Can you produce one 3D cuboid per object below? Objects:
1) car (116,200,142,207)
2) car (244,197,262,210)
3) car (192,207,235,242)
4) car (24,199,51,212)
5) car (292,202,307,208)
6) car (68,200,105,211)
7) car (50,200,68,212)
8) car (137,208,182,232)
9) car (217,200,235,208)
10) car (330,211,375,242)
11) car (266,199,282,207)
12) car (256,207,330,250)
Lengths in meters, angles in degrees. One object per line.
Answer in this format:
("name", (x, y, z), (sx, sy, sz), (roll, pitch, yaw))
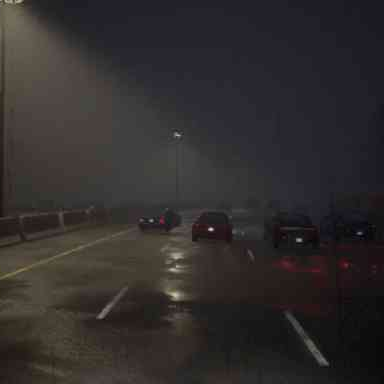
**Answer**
("car", (-8.175, 1.804, 43.614), (1.882, 1.535, 5.008), (0, -1, 16))
("car", (9.964, 1.819, 54.215), (2.150, 2.045, 5.566), (0, -1, 21))
("car", (1.161, 1.739, 17.566), (1.994, 1.385, 4.181), (0, -1, 8))
("car", (-19.238, 1.692, 42.741), (1.882, 1.535, 5.008), (0, -1, 14))
("car", (16.159, 2.180, 49.935), (1.994, 1.385, 4.181), (0, -1, 21))
("car", (-12.493, 1.752, 40.933), (2.128, 1.511, 4.902), (0, 0, 14))
("car", (-15.610, 1.851, 42.955), (1.895, 1.301, 4.718), (0, -1, 14))
("car", (-1.961, 1.730, 21.598), (2.033, 1.411, 5.357), (0, -1, 9))
("car", (5.177, 1.996, 50.651), (1.882, 1.535, 5.008), (0, -1, 20))
("car", (8.259, 1.771, 18.007), (1.812, 1.442, 4.674), (0, 0, 8))
("car", (12.387, 1.932, 49.997), (2.097, 1.767, 4.553), (0, -1, 19))
("car", (4.416, 1.677, 15.337), (2.128, 1.511, 4.902), (0, 0, 6))
